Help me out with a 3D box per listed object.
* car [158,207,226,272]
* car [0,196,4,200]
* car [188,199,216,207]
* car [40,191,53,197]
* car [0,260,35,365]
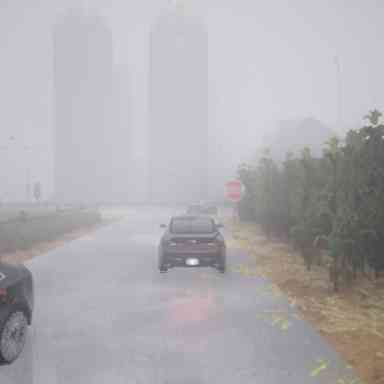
[{"bbox_3d":[-0.005,1.450,10.637,1.837,1.490,4.892,0,1,0],"label":"car"},{"bbox_3d":[-37.523,0.997,61.885,4.611,1.667,2.242,0,0,-1],"label":"car"},{"bbox_3d":[0.825,1.331,27.070,1.812,1.442,4.674,0,1,14],"label":"car"},{"bbox_3d":[-38.016,0.620,86.084,3.866,1.878,1.905,0,0,-1],"label":"car"},{"bbox_3d":[-3.215,1.481,2.972,2.128,1.511,4.902,0,0,0],"label":"car"}]
